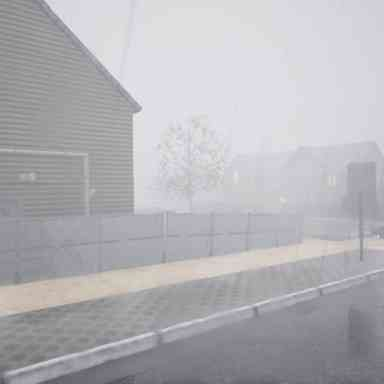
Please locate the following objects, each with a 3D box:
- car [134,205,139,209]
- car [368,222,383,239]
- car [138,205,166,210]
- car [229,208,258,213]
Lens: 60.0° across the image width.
[{"bbox_3d":[-7.888,2.584,48.405,1.895,1.301,4.718,-1,-1,-35],"label":"car"},{"bbox_3d":[10.860,1.737,15.540,1.895,1.301,4.718,0,-1,-20],"label":"car"},{"bbox_3d":[-3.893,2.367,37.803,1.895,1.301,4.718,-1,-1,-35],"label":"car"},{"bbox_3d":[4.208,1.998,26.405,1.994,1.385,4.181,-1,-1,-36],"label":"car"}]
